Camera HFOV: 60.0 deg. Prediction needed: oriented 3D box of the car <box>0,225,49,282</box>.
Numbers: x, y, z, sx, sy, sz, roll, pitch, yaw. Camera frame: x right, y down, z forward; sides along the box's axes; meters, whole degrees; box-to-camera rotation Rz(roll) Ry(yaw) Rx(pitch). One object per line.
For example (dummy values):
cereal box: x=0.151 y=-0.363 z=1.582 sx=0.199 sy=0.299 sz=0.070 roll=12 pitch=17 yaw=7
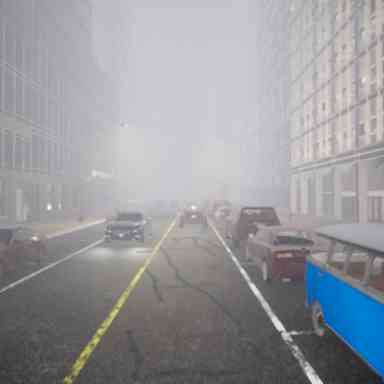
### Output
car: x=-5.689 y=1.682 z=9.774 sx=1.802 sy=1.307 sz=4.206 roll=0 pitch=-1 yaw=0

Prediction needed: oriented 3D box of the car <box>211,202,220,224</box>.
car: x=2.694 y=1.794 z=27.032 sx=1.752 sy=1.417 sz=4.829 roll=0 pitch=-1 yaw=0

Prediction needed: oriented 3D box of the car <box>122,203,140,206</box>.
car: x=-5.687 y=1.849 z=26.863 sx=1.802 sy=1.307 sz=4.206 roll=0 pitch=-1 yaw=0

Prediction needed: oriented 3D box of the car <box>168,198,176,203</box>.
car: x=-5.677 y=2.395 z=95.232 sx=2.008 sy=1.369 sz=4.403 roll=0 pitch=0 yaw=0

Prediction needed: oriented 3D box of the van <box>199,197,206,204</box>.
van: x=2.702 y=2.102 z=83.836 sx=1.690 sy=1.788 sz=3.998 roll=0 pitch=0 yaw=0

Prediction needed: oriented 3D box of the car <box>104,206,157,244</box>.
car: x=-3.098 y=1.675 z=16.983 sx=1.837 sy=1.490 sz=4.892 roll=0 pitch=-1 yaw=0

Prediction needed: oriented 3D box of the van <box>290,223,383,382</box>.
van: x=2.691 y=1.385 z=4.077 sx=1.690 sy=1.788 sz=3.998 roll=0 pitch=-1 yaw=0

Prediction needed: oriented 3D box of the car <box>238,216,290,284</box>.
car: x=2.692 y=1.646 z=9.772 sx=1.887 sy=1.381 sz=4.507 roll=0 pitch=-1 yaw=0

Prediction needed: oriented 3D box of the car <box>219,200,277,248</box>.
car: x=2.692 y=1.472 z=15.471 sx=2.192 sy=1.841 sz=5.009 roll=0 pitch=-1 yaw=0

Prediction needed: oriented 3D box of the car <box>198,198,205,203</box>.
car: x=2.703 y=2.427 z=95.231 sx=1.802 sy=1.307 sz=4.206 roll=0 pitch=0 yaw=0

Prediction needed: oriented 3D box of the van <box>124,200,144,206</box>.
van: x=-5.686 y=1.663 z=32.564 sx=1.690 sy=1.788 sz=3.998 roll=0 pitch=-1 yaw=0

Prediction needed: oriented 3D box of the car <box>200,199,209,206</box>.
car: x=2.700 y=2.219 z=72.442 sx=1.887 sy=1.381 sz=4.507 roll=0 pitch=0 yaw=0

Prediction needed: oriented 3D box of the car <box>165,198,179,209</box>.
car: x=-3.052 y=2.054 z=57.312 sx=1.837 sy=1.490 sz=4.892 roll=0 pitch=0 yaw=0

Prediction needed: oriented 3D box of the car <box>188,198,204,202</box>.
car: x=0.105 y=1.923 z=42.766 sx=2.163 sy=1.488 sz=4.792 roll=0 pitch=-1 yaw=0

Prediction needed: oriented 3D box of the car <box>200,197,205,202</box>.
car: x=2.697 y=1.797 z=49.652 sx=2.192 sy=1.841 sz=5.009 roll=0 pitch=0 yaw=0

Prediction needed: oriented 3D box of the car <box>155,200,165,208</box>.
car: x=-5.682 y=2.146 z=61.048 sx=1.947 sy=1.339 sz=4.313 roll=0 pitch=0 yaw=0

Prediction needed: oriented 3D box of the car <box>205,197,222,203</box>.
car: x=2.694 y=1.638 z=32.562 sx=2.192 sy=1.841 sz=5.009 roll=0 pitch=-1 yaw=0

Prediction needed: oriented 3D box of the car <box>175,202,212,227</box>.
car: x=0.106 y=1.753 z=25.062 sx=2.163 sy=1.488 sz=4.792 roll=0 pitch=-1 yaw=0
